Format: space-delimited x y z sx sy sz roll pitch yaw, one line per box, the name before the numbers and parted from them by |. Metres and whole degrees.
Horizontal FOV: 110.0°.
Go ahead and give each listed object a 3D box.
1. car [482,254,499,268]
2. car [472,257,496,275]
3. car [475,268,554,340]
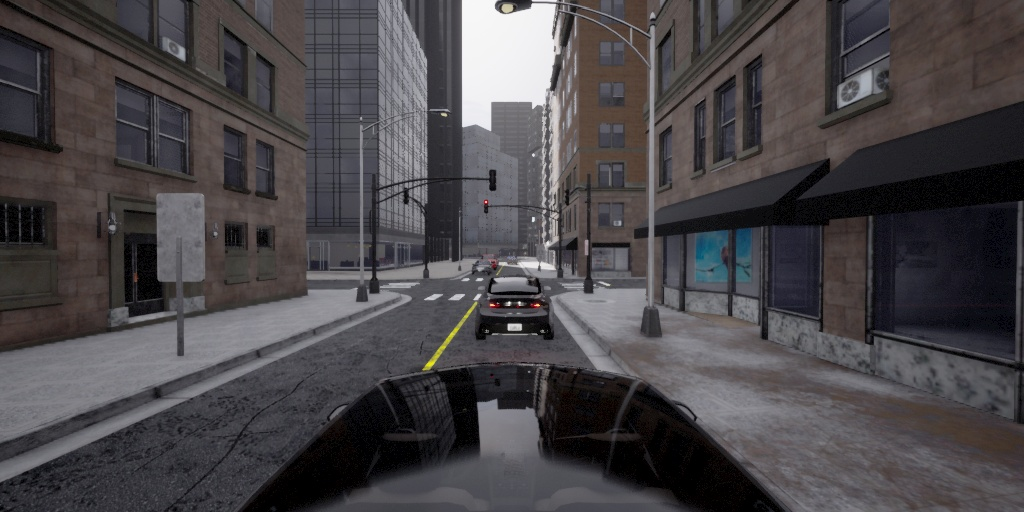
car | -3.151 0.809 48.266 2.150 2.045 5.566 0 1 0
car | -3.134 1.163 37.962 2.128 1.511 4.902 0 0 0
car | 0.070 1.252 9.972 1.837 1.490 4.892 0 0 0
